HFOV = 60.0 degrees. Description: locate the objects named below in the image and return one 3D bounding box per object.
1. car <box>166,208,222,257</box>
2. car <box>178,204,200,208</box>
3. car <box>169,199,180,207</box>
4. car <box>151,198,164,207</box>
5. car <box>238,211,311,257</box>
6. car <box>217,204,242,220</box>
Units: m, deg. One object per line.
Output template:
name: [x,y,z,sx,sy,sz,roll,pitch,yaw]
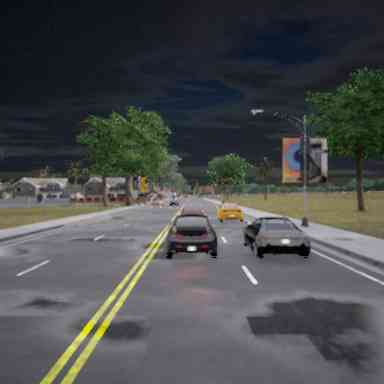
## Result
car: [0.010,1.634,13.495,1.837,1.490,4.892,0,0,0]
car: [-0.005,1.861,28.241,1.895,1.301,4.718,0,-1,0]
car: [-3.323,2.114,63.308,2.033,1.411,5.357,0,0,1]
car: [-6.581,1.919,63.352,2.097,1.767,4.553,0,0,1]
car: [3.259,1.691,13.491,1.994,1.385,4.181,0,0,1]
car: [3.257,1.747,29.245,1.882,1.535,5.008,0,0,1]
